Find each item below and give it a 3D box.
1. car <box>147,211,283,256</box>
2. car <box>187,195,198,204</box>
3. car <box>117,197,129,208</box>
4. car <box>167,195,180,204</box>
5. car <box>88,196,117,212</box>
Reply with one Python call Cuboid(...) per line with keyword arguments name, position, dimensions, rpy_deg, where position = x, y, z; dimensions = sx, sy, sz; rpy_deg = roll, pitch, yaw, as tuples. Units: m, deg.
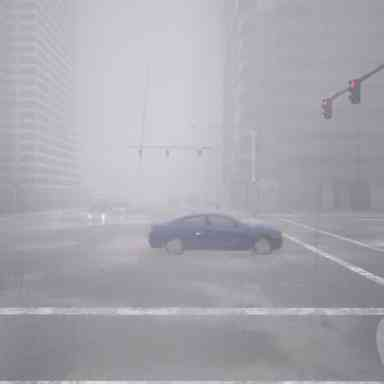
Cuboid(name="car", position=(0.851, 1.478, 12.509), dimensions=(5.008, 1.535, 1.882), rpy_deg=(0, 0, 0))
Cuboid(name="car", position=(0.050, 1.352, 63.498), dimensions=(2.097, 1.767, 4.553), rpy_deg=(0, 0, 0))
Cuboid(name="car", position=(-10.630, 1.526, 49.627), dimensions=(1.812, 1.442, 4.674), rpy_deg=(0, 0, 0))
Cuboid(name="car", position=(-3.453, 1.352, 62.592), dimensions=(2.097, 1.767, 4.553), rpy_deg=(0, 0, 0))
Cuboid(name="car", position=(-10.632, 1.505, 39.367), dimensions=(1.837, 1.490, 4.892), rpy_deg=(0, 0, 0))
